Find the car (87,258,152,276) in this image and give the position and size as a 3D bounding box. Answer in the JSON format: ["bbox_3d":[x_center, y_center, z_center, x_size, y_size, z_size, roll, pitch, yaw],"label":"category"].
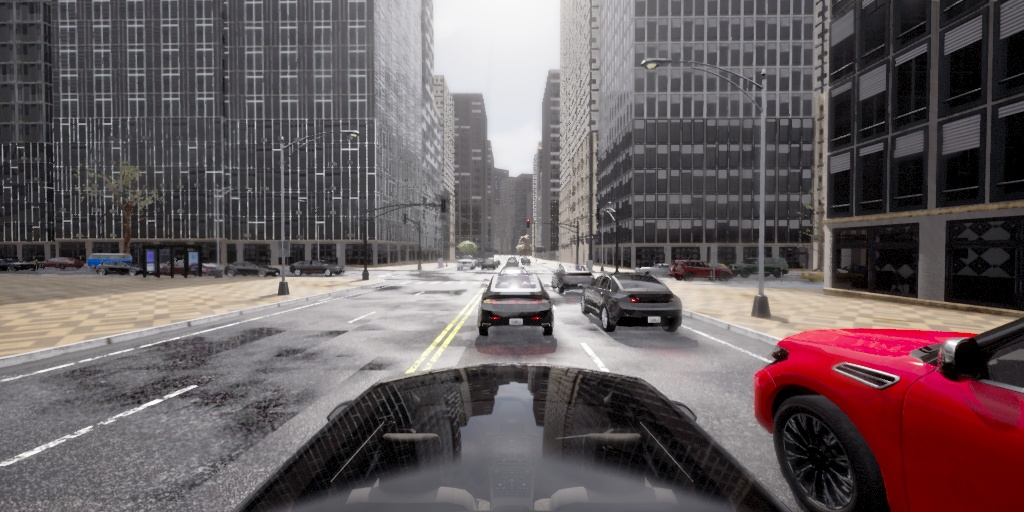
[{"bbox_3d":[-34.117,1.069,31.748,4.313,1.339,1.948,0,0,1],"label":"car"}]

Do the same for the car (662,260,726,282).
[{"bbox_3d":[16.173,1.269,30.947,5.009,1.841,2.192,0,0,1],"label":"car"}]

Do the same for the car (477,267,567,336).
[{"bbox_3d":[0.093,1.238,10.352,2.128,1.511,4.902,0,0,0],"label":"car"}]

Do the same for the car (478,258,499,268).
[{"bbox_3d":[-3.373,1.192,52.127,1.882,1.535,5.008,0,0,0],"label":"car"}]

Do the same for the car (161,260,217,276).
[{"bbox_3d":[-28.436,1.138,31.578,4.207,1.307,1.802,0,0,1],"label":"car"}]

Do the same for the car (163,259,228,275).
[{"bbox_3d":[-30.172,1.022,34.303,4.674,1.442,1.812,0,1,1],"label":"car"}]

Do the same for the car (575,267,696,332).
[{"bbox_3d":[3.343,1.251,10.845,1.837,1.490,4.892,0,0,0],"label":"car"}]

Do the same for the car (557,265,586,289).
[{"bbox_3d":[3.338,1.232,20.093,2.128,1.511,4.902,0,0,0],"label":"car"}]

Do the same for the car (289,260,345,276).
[{"bbox_3d":[-18.429,1.108,34.054,4.892,1.490,1.837,1,1,2],"label":"car"}]

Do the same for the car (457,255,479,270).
[{"bbox_3d":[-6.624,0.935,52.576,2.150,2.045,5.566,0,0,0],"label":"car"}]

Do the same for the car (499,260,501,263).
[{"bbox_3d":[-3.372,1.267,61.713,1.994,1.385,4.181,0,0,0],"label":"car"}]

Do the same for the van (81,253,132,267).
[{"bbox_3d":[-45.314,0.604,40.401,3.998,1.789,1.690,0,0,1],"label":"van"}]

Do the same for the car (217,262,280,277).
[{"bbox_3d":[-22.752,1.173,31.449,4.313,1.339,1.948,0,0,1],"label":"car"}]

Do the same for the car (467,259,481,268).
[{"bbox_3d":[-6.608,1.266,62.616,1.994,1.385,4.181,0,0,0],"label":"car"}]

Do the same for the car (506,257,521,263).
[{"bbox_3d":[0.047,1.239,52.764,1.812,1.442,4.674,0,0,0],"label":"car"}]

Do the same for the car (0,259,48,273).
[{"bbox_3d":[-48.668,0.927,34.714,4.718,1.301,1.895,1,1,2],"label":"car"}]

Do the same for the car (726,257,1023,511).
[{"bbox_3d":[3.348,0.972,0.981,2.150,2.045,5.566,0,0,0],"label":"car"}]

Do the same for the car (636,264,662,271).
[{"bbox_3d":[15.075,1.452,36.730,4.718,1.301,1.895,0,1,0],"label":"car"}]

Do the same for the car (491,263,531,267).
[{"bbox_3d":[0.088,1.288,20.087,2.033,1.411,5.357,0,0,0],"label":"car"}]

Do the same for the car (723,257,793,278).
[{"bbox_3d":[24.980,1.159,36.574,5.566,2.045,2.150,1,1,1],"label":"car"}]
